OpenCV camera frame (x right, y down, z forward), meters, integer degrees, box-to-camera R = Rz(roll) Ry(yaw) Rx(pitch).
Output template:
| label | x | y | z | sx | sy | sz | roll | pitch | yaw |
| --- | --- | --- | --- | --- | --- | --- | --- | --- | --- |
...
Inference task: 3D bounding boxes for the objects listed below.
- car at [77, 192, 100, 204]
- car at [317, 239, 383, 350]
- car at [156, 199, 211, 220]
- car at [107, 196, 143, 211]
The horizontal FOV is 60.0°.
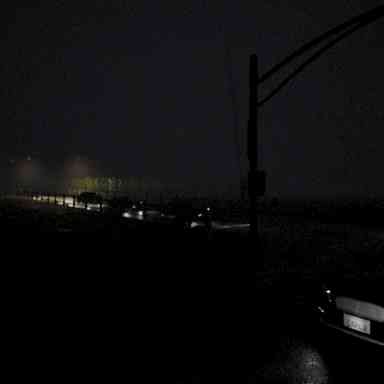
| label | x | y | z | sx | sy | sz | roll | pitch | yaw |
| --- | --- | --- | --- | --- | --- | --- | --- | --- | --- |
| car | -12.745 | 0.729 | 41.111 | 1.837 | 1.490 | 4.892 | 0 | 1 | -35 |
| car | 4.198 | 1.479 | 5.832 | 4.902 | 1.511 | 2.128 | 0 | 0 | -35 |
| car | -0.706 | 1.209 | 23.914 | 1.895 | 1.301 | 4.718 | 0 | 1 | -35 |
| car | -6.540 | 1.023 | 32.241 | 1.895 | 1.301 | 4.718 | 0 | 1 | -35 |
